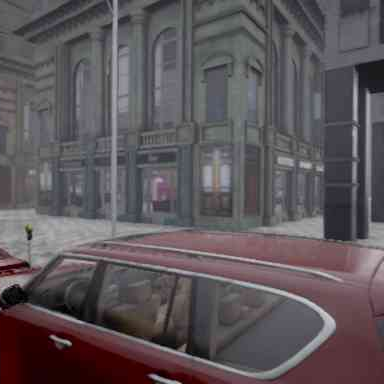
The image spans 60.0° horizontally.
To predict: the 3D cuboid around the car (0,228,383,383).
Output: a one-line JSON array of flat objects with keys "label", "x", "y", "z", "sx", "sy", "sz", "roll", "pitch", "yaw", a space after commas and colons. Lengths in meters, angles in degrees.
[{"label": "car", "x": -0.355, "y": 1.302, "z": 3.213, "sx": 5.009, "sy": 1.841, "sz": 2.192, "roll": 0, "pitch": 0, "yaw": 36}]
